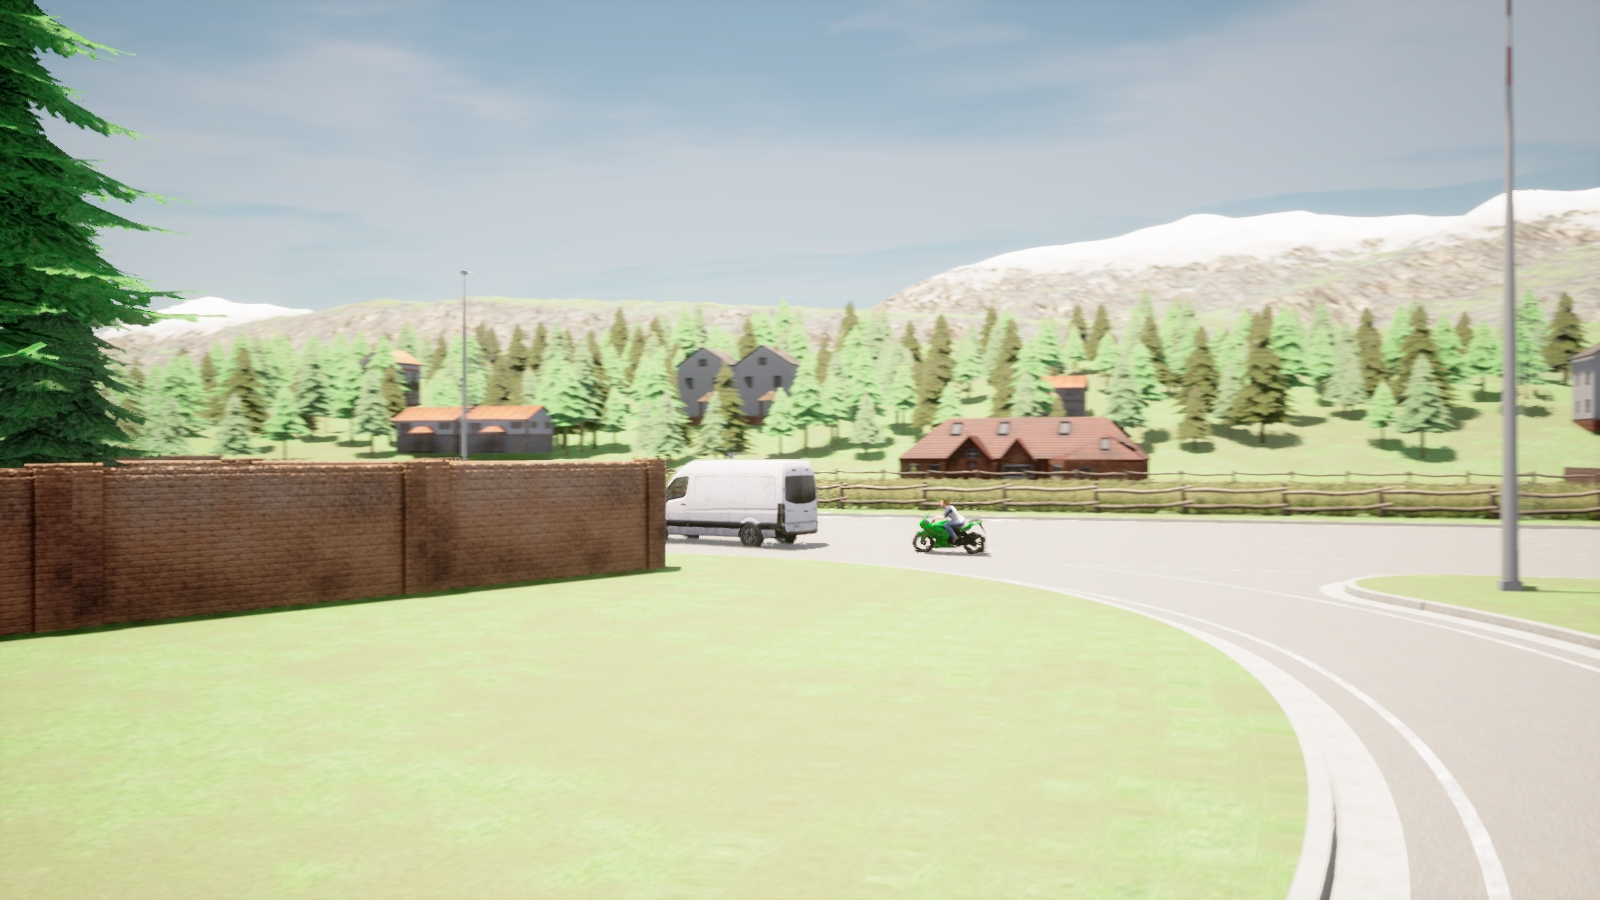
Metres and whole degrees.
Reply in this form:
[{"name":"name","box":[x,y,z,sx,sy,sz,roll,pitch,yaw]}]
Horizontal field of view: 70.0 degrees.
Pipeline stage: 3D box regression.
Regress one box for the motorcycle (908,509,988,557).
[{"name":"motorcycle","box":[3.995,2.227,30.892,2.033,1.199,0.803,0,0,18]}]

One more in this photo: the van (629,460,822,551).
[{"name":"van","box":[-2.352,1.589,34.995,5.915,2.561,1.988,0,0,34]}]
